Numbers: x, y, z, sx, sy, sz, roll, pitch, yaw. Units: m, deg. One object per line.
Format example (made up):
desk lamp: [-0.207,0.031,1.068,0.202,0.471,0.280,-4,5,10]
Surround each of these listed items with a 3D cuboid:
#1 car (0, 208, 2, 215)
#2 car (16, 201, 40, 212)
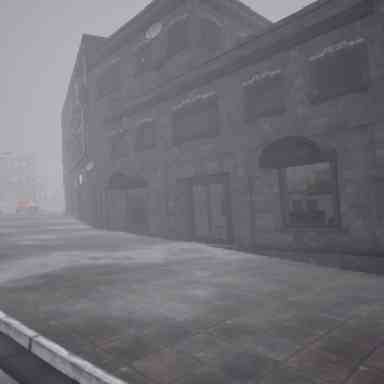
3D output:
car: [-23.879,2.050,38.531,1.837,1.490,4.892,-3,0,-6]
car: [-25.069,2.117,50.917,2.097,1.767,4.553,-3,-1,-4]
